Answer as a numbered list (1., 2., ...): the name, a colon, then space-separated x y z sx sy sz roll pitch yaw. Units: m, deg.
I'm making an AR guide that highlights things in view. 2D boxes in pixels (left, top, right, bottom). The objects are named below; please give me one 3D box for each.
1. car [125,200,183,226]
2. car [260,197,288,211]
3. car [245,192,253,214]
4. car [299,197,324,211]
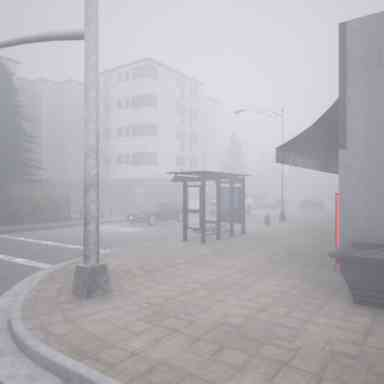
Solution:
1. car: -2.296 1.332 22.154 1.837 1.490 4.892 0 0 36
2. car: 9.530 1.305 38.553 1.882 1.535 5.008 0 0 36
3. car: 3.588 1.049 30.337 2.150 2.045 5.566 0 0 36
4. car: 13.761 1.331 38.183 1.837 1.490 4.892 0 0 36
